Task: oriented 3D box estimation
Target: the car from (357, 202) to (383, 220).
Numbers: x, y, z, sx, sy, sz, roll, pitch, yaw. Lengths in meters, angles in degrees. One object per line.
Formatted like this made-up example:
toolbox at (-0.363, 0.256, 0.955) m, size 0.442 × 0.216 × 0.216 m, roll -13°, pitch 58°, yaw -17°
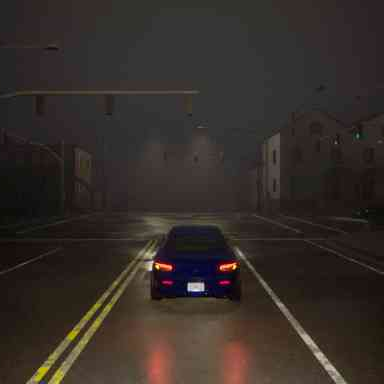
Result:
car at (16.370, 1.526, 27.970) m, size 4.674 × 1.442 × 1.812 m, roll 0°, pitch 0°, yaw -1°

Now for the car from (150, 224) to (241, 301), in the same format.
car at (0.087, 1.526, 8.219) m, size 1.812 × 1.442 × 4.674 m, roll 0°, pitch 0°, yaw 0°
